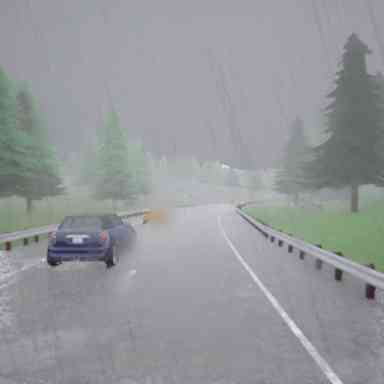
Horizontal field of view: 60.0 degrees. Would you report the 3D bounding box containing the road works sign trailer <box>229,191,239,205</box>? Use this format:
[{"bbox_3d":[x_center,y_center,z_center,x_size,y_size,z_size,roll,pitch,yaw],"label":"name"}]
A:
[{"bbox_3d":[11.471,1.658,89.984,2.380,3.560,2.880,0,-1,17],"label":"road works sign trailer"}]

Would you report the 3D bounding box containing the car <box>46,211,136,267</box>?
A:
[{"bbox_3d":[-3.418,1.515,12.182,2.097,1.767,4.553,0,-1,1],"label":"car"}]

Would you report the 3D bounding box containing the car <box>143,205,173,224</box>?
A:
[{"bbox_3d":[-2.834,1.855,28.355,1.882,1.535,5.008,0,0,4],"label":"car"}]
